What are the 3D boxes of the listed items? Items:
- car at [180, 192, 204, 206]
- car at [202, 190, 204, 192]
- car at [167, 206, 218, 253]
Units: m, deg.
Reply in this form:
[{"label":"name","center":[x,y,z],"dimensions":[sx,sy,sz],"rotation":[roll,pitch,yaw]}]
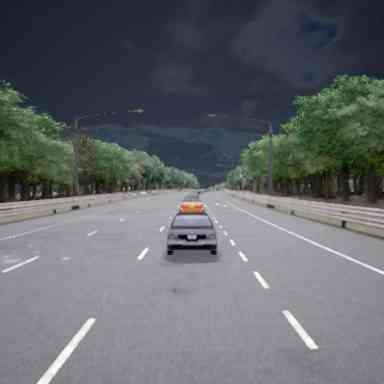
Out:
[{"label":"car","center":[0.000,1.136,28.685],"dimensions":[2.097,1.767,4.553],"rotation":[0,1,0]},{"label":"car","center":[1.478,0.209,89.810],"dimensions":[1.882,1.535,5.008],"rotation":[0,1,3]},{"label":"car","center":[0.001,1.502,13.343],"dimensions":[2.033,1.411,5.357],"rotation":[0,0,0]}]
